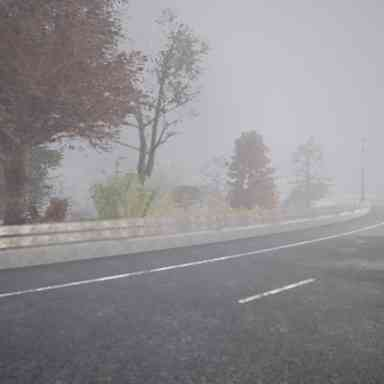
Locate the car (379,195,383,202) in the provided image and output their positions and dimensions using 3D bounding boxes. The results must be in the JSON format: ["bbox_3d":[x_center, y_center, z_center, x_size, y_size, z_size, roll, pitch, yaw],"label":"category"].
[{"bbox_3d":[42.124,1.369,72.908,2.097,1.767,4.553,0,0,7],"label":"car"}]

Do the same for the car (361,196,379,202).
[{"bbox_3d":[38.683,1.560,73.555,2.033,1.411,5.357,0,0,7],"label":"car"}]
